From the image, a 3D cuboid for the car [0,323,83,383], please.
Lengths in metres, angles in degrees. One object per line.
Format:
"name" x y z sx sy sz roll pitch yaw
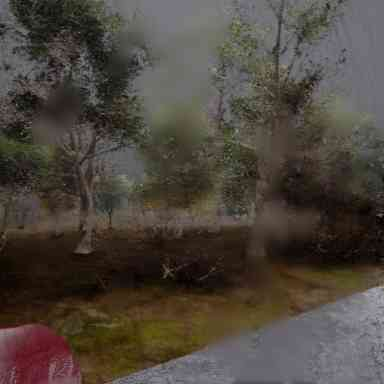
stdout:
"car" -2.889 1.482 1.070 5.008 1.535 1.882 0 0 -35
